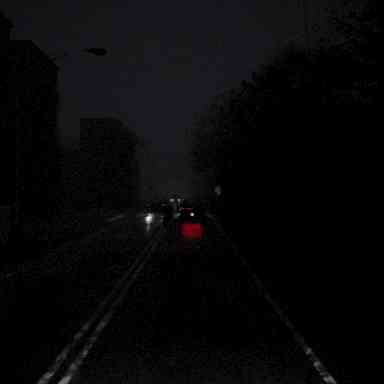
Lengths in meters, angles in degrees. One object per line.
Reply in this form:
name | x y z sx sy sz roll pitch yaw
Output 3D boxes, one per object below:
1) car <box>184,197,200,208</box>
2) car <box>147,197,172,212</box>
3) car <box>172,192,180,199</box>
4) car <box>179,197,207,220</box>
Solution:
car | -0.015 1.318 42.587 1.895 1.301 4.718 0 1 0
car | -3.396 1.235 33.891 1.882 1.535 5.008 0 -1 0
car | -3.671 0.799 76.159 1.812 1.442 4.674 0 1 -1
car | 0.066 1.348 25.980 1.837 1.490 4.892 -1 0 1
